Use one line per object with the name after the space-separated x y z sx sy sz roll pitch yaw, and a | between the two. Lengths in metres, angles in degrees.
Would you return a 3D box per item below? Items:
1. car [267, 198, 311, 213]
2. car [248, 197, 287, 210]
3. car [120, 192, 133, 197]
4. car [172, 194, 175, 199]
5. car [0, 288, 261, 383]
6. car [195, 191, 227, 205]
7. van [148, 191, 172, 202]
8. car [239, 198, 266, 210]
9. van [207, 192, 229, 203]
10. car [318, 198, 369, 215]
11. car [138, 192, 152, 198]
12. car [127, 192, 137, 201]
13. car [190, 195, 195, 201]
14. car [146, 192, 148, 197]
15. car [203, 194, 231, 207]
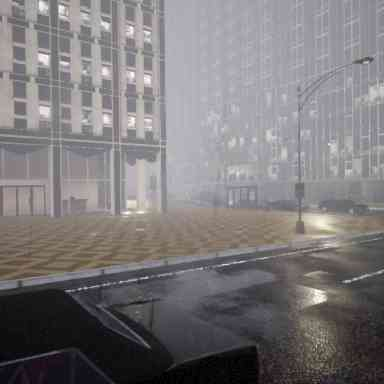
10.286 1.433 34.865 1.947 1.339 4.313 0 1 -34 | car
9.286 1.373 41.123 1.895 1.301 4.718 -1 1 -34 | car
-18.029 0.701 91.248 2.008 1.369 4.403 0 1 -34 | car
-5.180 0.948 72.495 1.802 1.307 4.206 0 1 -34 | car
-1.781 1.601 2.413 4.718 1.301 1.895 0 0 -36 | car
3.272 0.897 49.903 2.150 2.045 5.566 -1 1 -35 | car
-5.668 0.947 58.379 1.690 1.788 3.998 0 1 -34 | van
7.087 1.397 39.566 1.802 1.307 4.206 0 1 -34 | car
4.457 0.867 58.425 1.690 1.788 3.998 0 1 -34 | van
14.893 1.368 32.917 1.837 1.490 4.892 -1 1 -34 | car
-11.605 0.698 81.870 1.967 1.590 4.097 0 1 -34 | car
-12.094 1.049 67.759 2.008 1.369 4.403 0 1 -34 | car
1.245 1.055 63.117 1.802 1.307 4.206 0 1 -34 | car
-8.393 0.627 77.180 2.192 1.841 5.009 0 1 -34 | car
3.923 1.329 44.287 1.947 1.339 4.313 0 1 -34 | car
